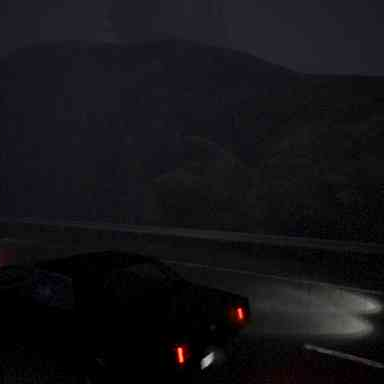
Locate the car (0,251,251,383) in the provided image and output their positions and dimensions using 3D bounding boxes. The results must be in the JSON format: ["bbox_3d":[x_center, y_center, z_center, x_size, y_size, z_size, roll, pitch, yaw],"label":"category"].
[{"bbox_3d":[-1.650,1.594,5.000,4.718,1.301,1.895,0,0,34],"label":"car"}]
